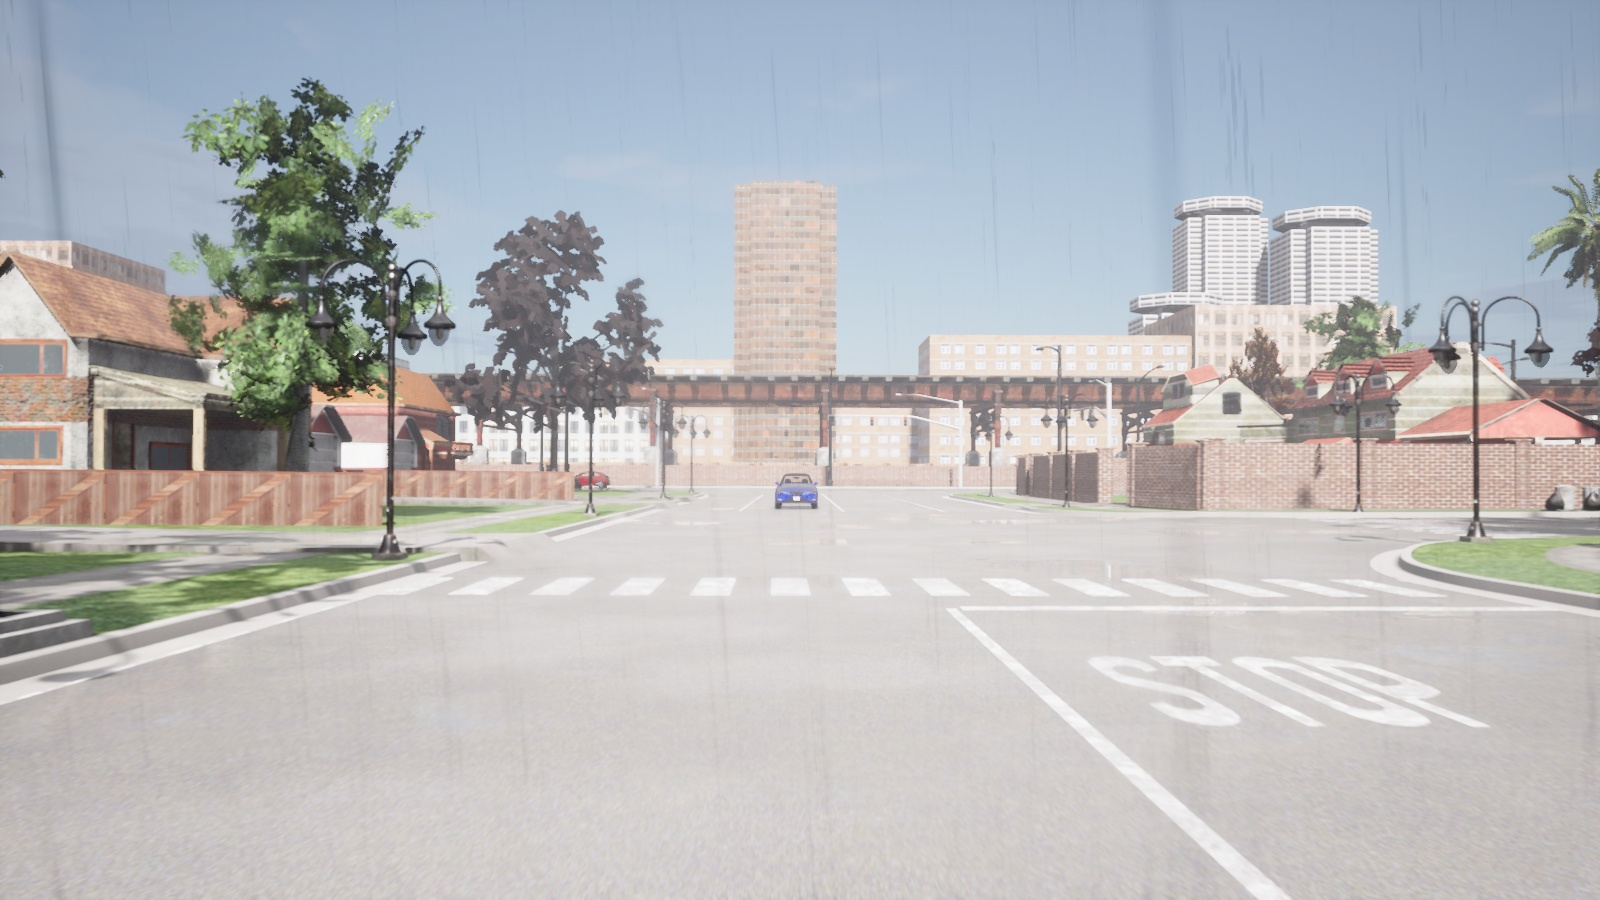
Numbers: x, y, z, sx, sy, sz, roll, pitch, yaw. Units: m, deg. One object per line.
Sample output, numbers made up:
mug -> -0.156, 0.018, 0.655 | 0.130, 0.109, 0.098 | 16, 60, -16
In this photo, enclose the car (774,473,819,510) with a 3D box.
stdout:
car -> -0.130, 1.715, 52.911 | 1.816, 1.474, 4.193 | 0, -1, 0
